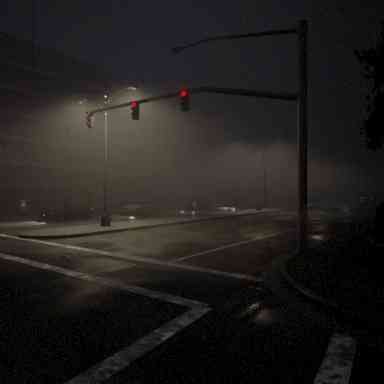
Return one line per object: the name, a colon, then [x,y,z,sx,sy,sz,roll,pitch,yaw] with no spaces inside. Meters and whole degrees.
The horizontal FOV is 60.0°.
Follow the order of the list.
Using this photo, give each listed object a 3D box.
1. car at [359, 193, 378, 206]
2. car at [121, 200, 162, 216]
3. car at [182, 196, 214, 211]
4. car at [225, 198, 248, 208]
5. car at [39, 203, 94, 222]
car: [28.728,1.221,54.042,2.150,2.045,5.566,0,0,36]
car: [-4.960,1.524,33.480,1.812,1.442,4.674,0,0,36]
car: [0.772,1.352,41.376,2.097,1.767,4.553,0,0,36]
car: [6.611,1.564,49.404,1.994,1.385,4.181,0,0,36]
car: [-9.952,1.564,26.600,1.994,1.385,4.181,0,0,36]
